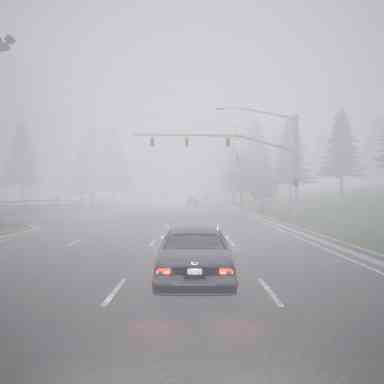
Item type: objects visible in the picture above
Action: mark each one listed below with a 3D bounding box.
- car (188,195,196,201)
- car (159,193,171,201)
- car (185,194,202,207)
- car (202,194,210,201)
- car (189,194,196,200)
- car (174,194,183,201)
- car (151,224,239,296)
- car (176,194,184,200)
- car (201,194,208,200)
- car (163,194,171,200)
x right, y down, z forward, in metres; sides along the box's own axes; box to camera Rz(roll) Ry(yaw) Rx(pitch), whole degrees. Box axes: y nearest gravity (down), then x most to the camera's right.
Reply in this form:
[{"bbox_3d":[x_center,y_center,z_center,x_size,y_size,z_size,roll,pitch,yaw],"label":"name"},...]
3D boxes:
[{"bbox_3d":[0.040,1.531,83.472,2.033,1.411,5.357,0,0,0],"label":"car"},{"bbox_3d":[-6.960,1.217,83.505,2.150,2.045,5.566,0,0,0],"label":"car"},{"bbox_3d":[0.023,1.352,52.829,2.097,1.767,4.553,0,0,0],"label":"car"},{"bbox_3d":[3.540,1.492,83.470,1.837,1.490,4.892,0,0,0],"label":"car"},{"bbox_3d":[0.045,1.310,93.892,1.882,1.535,5.008,0,0,0],"label":"car"},{"bbox_3d":[-3.460,1.517,83.890,1.812,1.442,4.674,0,0,0],"label":"car"},{"bbox_3d":[0.070,1.547,8.790,2.033,1.411,5.357,0,0,0],"label":"car"},{"bbox_3d":[-3.455,1.358,93.893,2.128,1.511,4.902,0,0,0],"label":"car"},{"bbox_3d":[3.545,1.310,93.890,1.882,1.535,5.008,0,0,0],"label":"car"},{"bbox_3d":[-6.955,1.385,93.895,1.994,1.385,4.181,0,0,0],"label":"car"}]
